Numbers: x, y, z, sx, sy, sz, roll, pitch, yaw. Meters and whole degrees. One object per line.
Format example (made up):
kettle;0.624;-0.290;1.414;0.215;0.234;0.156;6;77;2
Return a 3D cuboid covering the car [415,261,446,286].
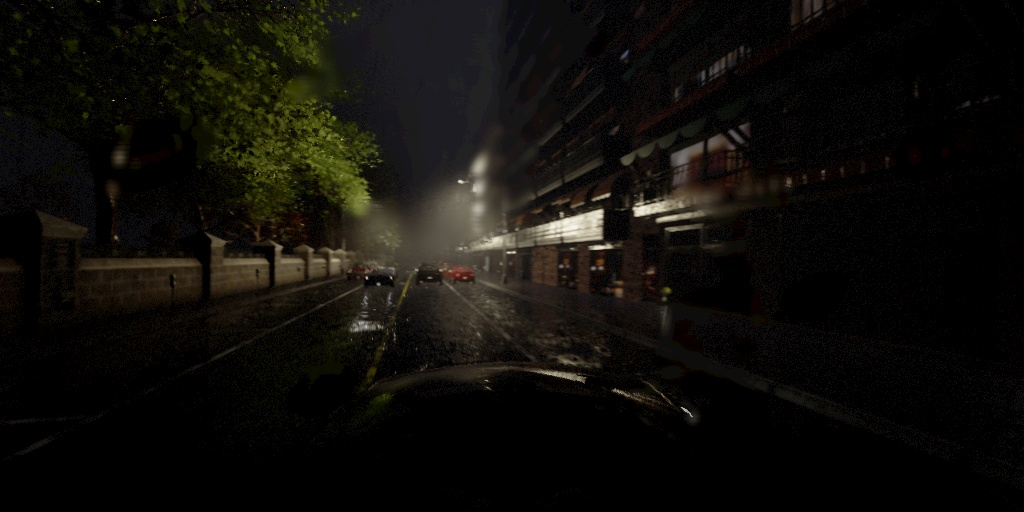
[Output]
car;-6.450;1.419;27.887;1.882;1.535;5.008;1;-1;-14

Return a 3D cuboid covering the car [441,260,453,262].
car;-6.974;1.515;40.136;1.967;1.591;4.097;0;0;-15

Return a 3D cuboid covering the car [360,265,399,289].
car;-8.817;1.466;24.440;1.895;1.301;4.718;1;-1;-14

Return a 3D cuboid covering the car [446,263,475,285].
car;-4.122;1.538;29.243;1.888;1.381;4.507;0;0;-15

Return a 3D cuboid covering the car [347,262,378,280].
car;-13.655;1.324;32.569;1.967;1.591;4.097;0;0;-15

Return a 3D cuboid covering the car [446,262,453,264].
car;-5.549;1.579;34.690;1.888;1.381;4.507;0;0;-15

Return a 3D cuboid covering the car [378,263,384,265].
car;-15.080;1.366;38.013;1.967;1.591;4.097;0;0;-15

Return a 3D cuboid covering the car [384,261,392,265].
car;-17.932;1.560;48.908;2.007;1.370;4.403;0;0;-15
